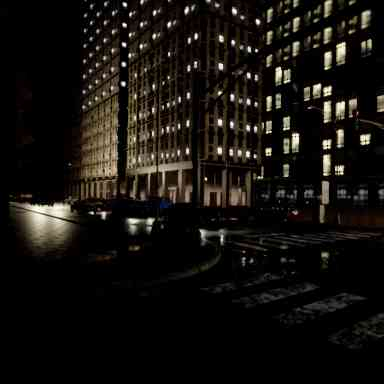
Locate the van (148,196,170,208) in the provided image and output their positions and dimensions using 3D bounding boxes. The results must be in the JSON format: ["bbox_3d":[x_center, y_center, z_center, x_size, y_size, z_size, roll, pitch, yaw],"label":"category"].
[{"bbox_3d":[-3.935,1.382,37.800,1.690,1.788,3.998,1,-1,-35],"label":"van"}]

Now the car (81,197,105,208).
[{"bbox_3d":[-14.360,1.476,47.961,1.837,1.490,4.892,1,-1,-35],"label":"car"}]

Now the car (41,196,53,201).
[{"bbox_3d":[-36.568,1.570,83.907,1.802,1.307,4.206,1,-1,-35],"label":"car"}]

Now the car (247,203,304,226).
[{"bbox_3d":[5.852,1.505,23.967,1.967,1.590,4.097,1,-1,-35],"label":"car"}]

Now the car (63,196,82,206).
[{"bbox_3d":[-20.350,1.486,56.334,1.812,1.442,4.674,1,-1,-35],"label":"car"}]

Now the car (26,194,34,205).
[{"bbox_3d":[-23.830,1.432,51.402,1.802,1.307,4.206,1,-1,-35],"label":"car"}]

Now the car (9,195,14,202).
[{"bbox_3d":[-36.882,1.397,69.846,1.947,1.339,4.313,1,-1,-35],"label":"car"}]

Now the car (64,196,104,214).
[{"bbox_3d":[-10.779,1.427,32.959,2.008,1.369,4.403,1,-1,-35],"label":"car"}]

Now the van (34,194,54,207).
[{"bbox_3d":[-20.564,1.197,46.793,1.690,1.788,3.998,1,-1,-35],"label":"van"}]

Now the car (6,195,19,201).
[{"bbox_3d":[-40.144,1.378,74.456,2.008,1.369,4.403,1,-1,-35],"label":"car"}]

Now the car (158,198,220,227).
[{"bbox_3d":[-0.154,1.425,22.425,1.882,1.535,5.008,1,-1,-36],"label":"car"}]

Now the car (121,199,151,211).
[{"bbox_3d":[-7.202,1.584,42.409,2.008,1.369,4.403,1,-1,-35],"label":"car"}]

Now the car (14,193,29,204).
[{"bbox_3d":[-30.352,1.155,60.626,2.192,1.841,5.009,1,-1,-35],"label":"car"}]

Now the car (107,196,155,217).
[{"bbox_3d":[-5.601,1.412,30.126,1.882,1.535,5.008,1,0,-35],"label":"car"}]

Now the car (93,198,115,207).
[{"bbox_3d":[-13.728,1.586,51.631,1.947,1.339,4.313,1,-1,-35],"label":"car"}]

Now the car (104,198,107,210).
[{"bbox_3d":[-11.748,1.468,38.833,2.033,1.411,5.357,1,-1,-35],"label":"car"}]
